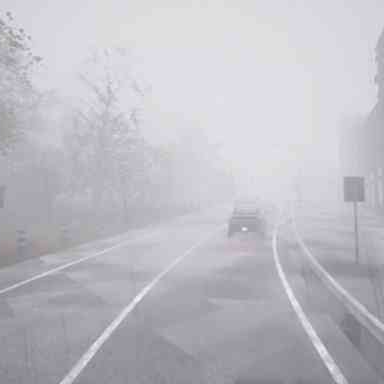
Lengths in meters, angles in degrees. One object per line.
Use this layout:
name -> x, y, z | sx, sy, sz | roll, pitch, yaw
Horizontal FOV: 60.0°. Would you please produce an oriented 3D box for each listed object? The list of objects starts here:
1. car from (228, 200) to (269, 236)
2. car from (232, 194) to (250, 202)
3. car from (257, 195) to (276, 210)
car -> 3.108, 1.476, 18.323 | 1.837, 1.490, 4.892 | -1, 1, 14
car -> 6.173, 0.995, 41.631 | 1.837, 1.490, 4.892 | -1, 1, 17
car -> 8.021, 1.074, 35.861 | 1.812, 1.442, 4.674 | -1, 1, 16
